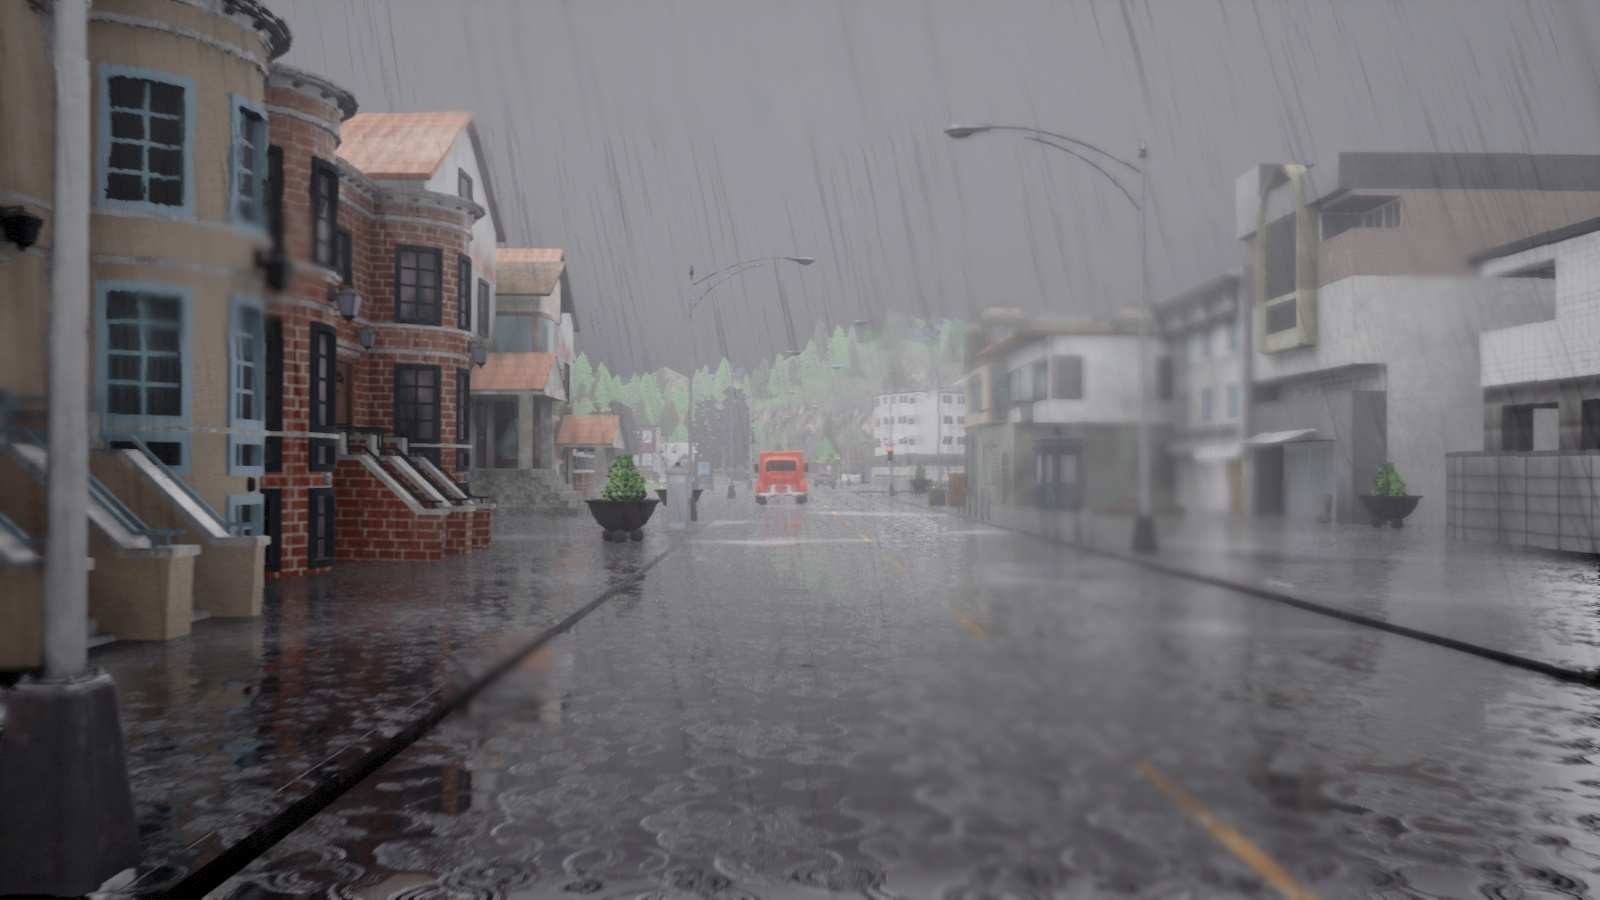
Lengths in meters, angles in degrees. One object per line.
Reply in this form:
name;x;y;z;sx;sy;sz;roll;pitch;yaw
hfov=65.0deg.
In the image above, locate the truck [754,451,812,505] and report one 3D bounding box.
truck;-0.821;1.325;59.761;2.627;2.467;5.204;0;-1;-1
